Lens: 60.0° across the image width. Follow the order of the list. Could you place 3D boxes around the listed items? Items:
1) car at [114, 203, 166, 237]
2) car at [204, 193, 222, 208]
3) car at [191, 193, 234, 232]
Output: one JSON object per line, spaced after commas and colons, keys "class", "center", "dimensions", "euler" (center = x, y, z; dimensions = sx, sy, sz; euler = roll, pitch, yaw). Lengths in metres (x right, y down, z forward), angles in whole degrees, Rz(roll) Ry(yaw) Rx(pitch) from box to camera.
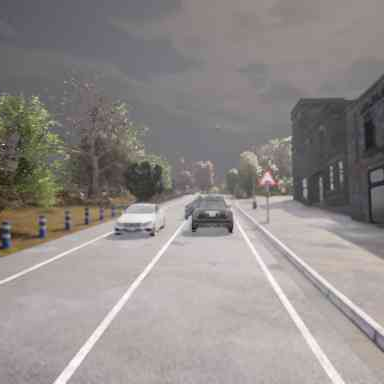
{"class": "car", "center": [-2.455, 1.286, 16.633], "dimensions": [1.812, 1.442, 4.674], "euler": [0, 1, 4]}
{"class": "car", "center": [2.362, 0.882, 37.007], "dimensions": [1.837, 1.490, 4.892], "euler": [0, 1, 4]}
{"class": "car", "center": [1.117, 1.077, 18.211], "dimensions": [2.097, 1.767, 4.553], "euler": [0, 1, 4]}
